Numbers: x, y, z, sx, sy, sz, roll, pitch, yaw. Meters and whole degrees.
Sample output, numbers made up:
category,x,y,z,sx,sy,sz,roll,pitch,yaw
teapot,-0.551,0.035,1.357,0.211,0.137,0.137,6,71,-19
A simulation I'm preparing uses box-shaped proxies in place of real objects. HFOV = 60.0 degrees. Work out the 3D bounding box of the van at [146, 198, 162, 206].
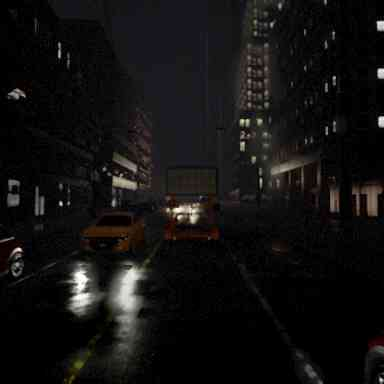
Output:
category,x,y,z,sx,sy,sz,roll,pitch,yaw
van,-5.692,1.682,47.483,1.690,1.788,3.998,1,0,0

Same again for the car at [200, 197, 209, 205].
category,x,y,z,sx,sy,sz,roll,pitch,yaw
car,2.682,1.921,53.066,1.887,1.381,4.507,1,0,0

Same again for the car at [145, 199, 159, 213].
category,x,y,z,sx,sy,sz,roll,pitch,yaw
car,-5.694,1.870,41.784,1.947,1.339,4.313,1,0,0

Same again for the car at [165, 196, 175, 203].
category,x,y,z,sx,sy,sz,roll,pitch,yaw
car,-5.709,1.894,87.374,2.192,1.841,5.009,1,0,0

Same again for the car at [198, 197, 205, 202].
category,x,y,z,sx,sy,sz,roll,pitch,yaw
car,2.639,2.176,92.952,1.947,1.339,4.313,1,0,0

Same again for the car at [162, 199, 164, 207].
category,x,y,z,sx,sy,sz,roll,pitch,yaw
car,-5.701,1.964,58.878,2.008,1.369,4.403,1,0,0

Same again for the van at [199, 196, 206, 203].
category,x,y,z,sx,sy,sz,roll,pitch,yaw
van,2.680,1.919,87.256,1.690,1.788,3.998,1,0,0

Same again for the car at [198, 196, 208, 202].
category,x,y,z,sx,sy,sz,roll,pitch,yaw
car,2.678,1.795,70.163,2.192,1.841,5.009,1,0,0

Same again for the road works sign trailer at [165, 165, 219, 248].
category,x,y,z,sx,sy,sz,roll,pitch,yaw
road works sign trailer,-0.006,0.583,15.299,2.380,3.560,2.880,0,0,0

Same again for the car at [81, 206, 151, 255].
category,x,y,z,sx,sy,sz,roll,pitch,yaw
car,-3.105,1.588,14.047,1.882,1.535,5.008,0,0,0

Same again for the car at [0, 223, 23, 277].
category,x,y,z,sx,sy,sz,roll,pitch,yaw
car,-5.676,1.502,7.588,1.967,1.590,4.097,1,0,0

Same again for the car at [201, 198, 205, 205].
category,x,y,z,sx,sy,sz,roll,pitch,yaw
car,2.684,1.891,47.368,2.008,1.369,4.403,1,0,0

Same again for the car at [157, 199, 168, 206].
category,x,y,z,sx,sy,sz,roll,pitch,yaw
car,-5.704,2.029,64.575,1.802,1.307,4.206,1,0,0

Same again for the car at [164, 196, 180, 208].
category,x,y,z,sx,sy,sz,roll,pitch,yaw
car,-3.090,1.869,55.380,1.882,1.535,5.008,0,0,0

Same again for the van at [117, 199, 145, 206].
category,x,y,z,sx,sy,sz,roll,pitch,yaw
van,-5.685,1.567,30.385,1.690,1.788,3.998,1,0,0

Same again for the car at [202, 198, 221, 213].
category,x,y,z,sx,sy,sz,roll,pitch,yaw
car,2.687,1.854,41.671,2.008,1.369,4.403,1,0,0

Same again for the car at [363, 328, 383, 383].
category,x,y,z,sx,sy,sz,roll,pitch,yaw
car,2.706,1.456,1.783,1.967,1.590,4.097,1,0,0
